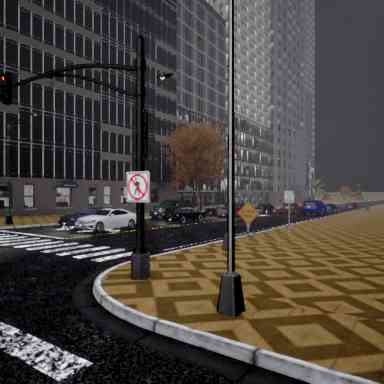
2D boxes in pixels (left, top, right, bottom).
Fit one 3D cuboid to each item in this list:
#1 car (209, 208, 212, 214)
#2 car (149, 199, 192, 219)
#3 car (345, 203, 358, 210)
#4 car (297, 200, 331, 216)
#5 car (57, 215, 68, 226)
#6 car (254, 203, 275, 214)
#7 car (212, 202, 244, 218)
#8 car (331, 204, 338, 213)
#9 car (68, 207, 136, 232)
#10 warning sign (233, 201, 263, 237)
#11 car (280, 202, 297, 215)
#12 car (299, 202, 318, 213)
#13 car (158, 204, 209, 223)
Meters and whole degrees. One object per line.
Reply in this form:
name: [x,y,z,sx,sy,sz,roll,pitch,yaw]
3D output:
car: [3.488,2.289,42.494,1.895,1.301,4.718,0,-1,33]
car: [-1.964,1.730,34.071,2.150,2.045,5.566,0,-1,33]
car: [31.545,2.838,65.693,1.812,1.442,4.674,0,-1,33]
car: [16.198,2.066,43.973,2.150,2.045,5.566,0,-1,35]
car: [-7.495,1.873,25.514,2.033,1.411,5.357,0,-1,33]
car: [10.160,2.325,46.779,1.837,1.490,4.892,0,-1,33]
car: [4.654,1.992,38.315,2.097,1.767,4.553,0,-1,33]
car: [21.953,2.558,52.942,1.812,1.442,4.674,0,-1,33]
car: [-5.619,1.827,22.462,1.812,1.442,4.674,0,-1,33]
warning sign: [3.145,1.454,18.548,1.300,1.860,1.060,1,1,33]
car: [13.878,2.206,46.341,2.097,1.767,4.553,0,-1,33]
car: [19.223,2.507,54.706,1.882,1.535,5.008,0,-1,33]
car: [-0.664,2.066,30.099,1.895,1.301,4.718,0,-1,33]
